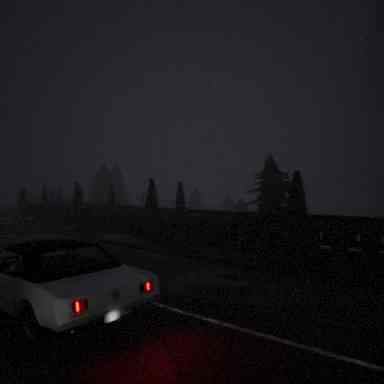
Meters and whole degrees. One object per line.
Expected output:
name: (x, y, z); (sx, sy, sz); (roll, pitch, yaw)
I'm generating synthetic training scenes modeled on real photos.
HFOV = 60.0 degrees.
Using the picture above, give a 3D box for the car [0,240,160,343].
car: (-2.911, 1.613, 6.512); (4.718, 1.301, 1.895); (0, 0, 40)
